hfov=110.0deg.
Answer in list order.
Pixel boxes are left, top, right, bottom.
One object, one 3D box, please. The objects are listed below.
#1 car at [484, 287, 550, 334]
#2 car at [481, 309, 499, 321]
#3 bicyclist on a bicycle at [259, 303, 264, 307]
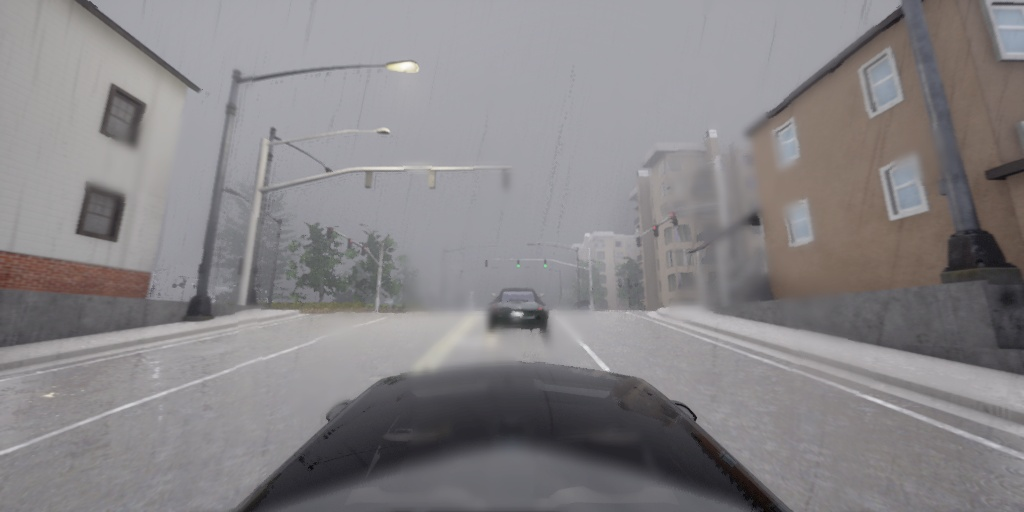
[{"bbox_3d":[0.209,1.762,12.474,1.994,1.385,4.181,0,-3,1],"label":"car"},{"bbox_3d":[-2.825,7.858,47.625,1.994,1.385,4.181,0,-11,1],"label":"car"},{"bbox_3d":[-25.659,5.426,36.472,0.582,1.620,1.656,-20,-2,-4],"label":"bicyclist on a bicycle"}]
